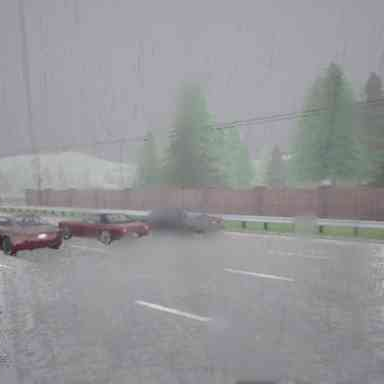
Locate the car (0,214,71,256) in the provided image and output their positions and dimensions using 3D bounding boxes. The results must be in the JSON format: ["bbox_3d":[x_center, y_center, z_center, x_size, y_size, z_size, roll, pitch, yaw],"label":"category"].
[{"bbox_3d":[-7.060,1.573,13.265,4.181,1.385,1.994,0,0,36],"label":"car"}]

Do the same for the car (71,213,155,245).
[{"bbox_3d":[-4.223,1.608,15.531,4.718,1.301,1.895,0,0,36],"label":"car"}]

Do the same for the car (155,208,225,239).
[{"bbox_3d":[-0.926,1.554,17.462,5.357,1.411,2.033,0,0,36],"label":"car"}]
